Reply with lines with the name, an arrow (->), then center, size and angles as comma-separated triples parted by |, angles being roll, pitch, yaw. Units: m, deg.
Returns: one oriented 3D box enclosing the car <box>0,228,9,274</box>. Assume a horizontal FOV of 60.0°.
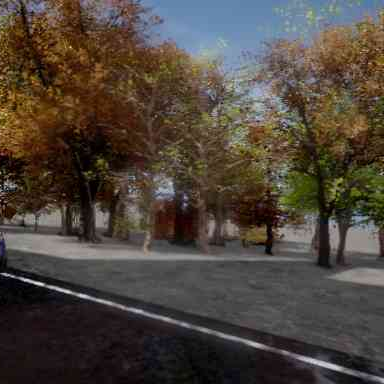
car -> -6.652, 1.216, 8.294 | 4.553, 1.767, 2.097 | -6, -1, 35
